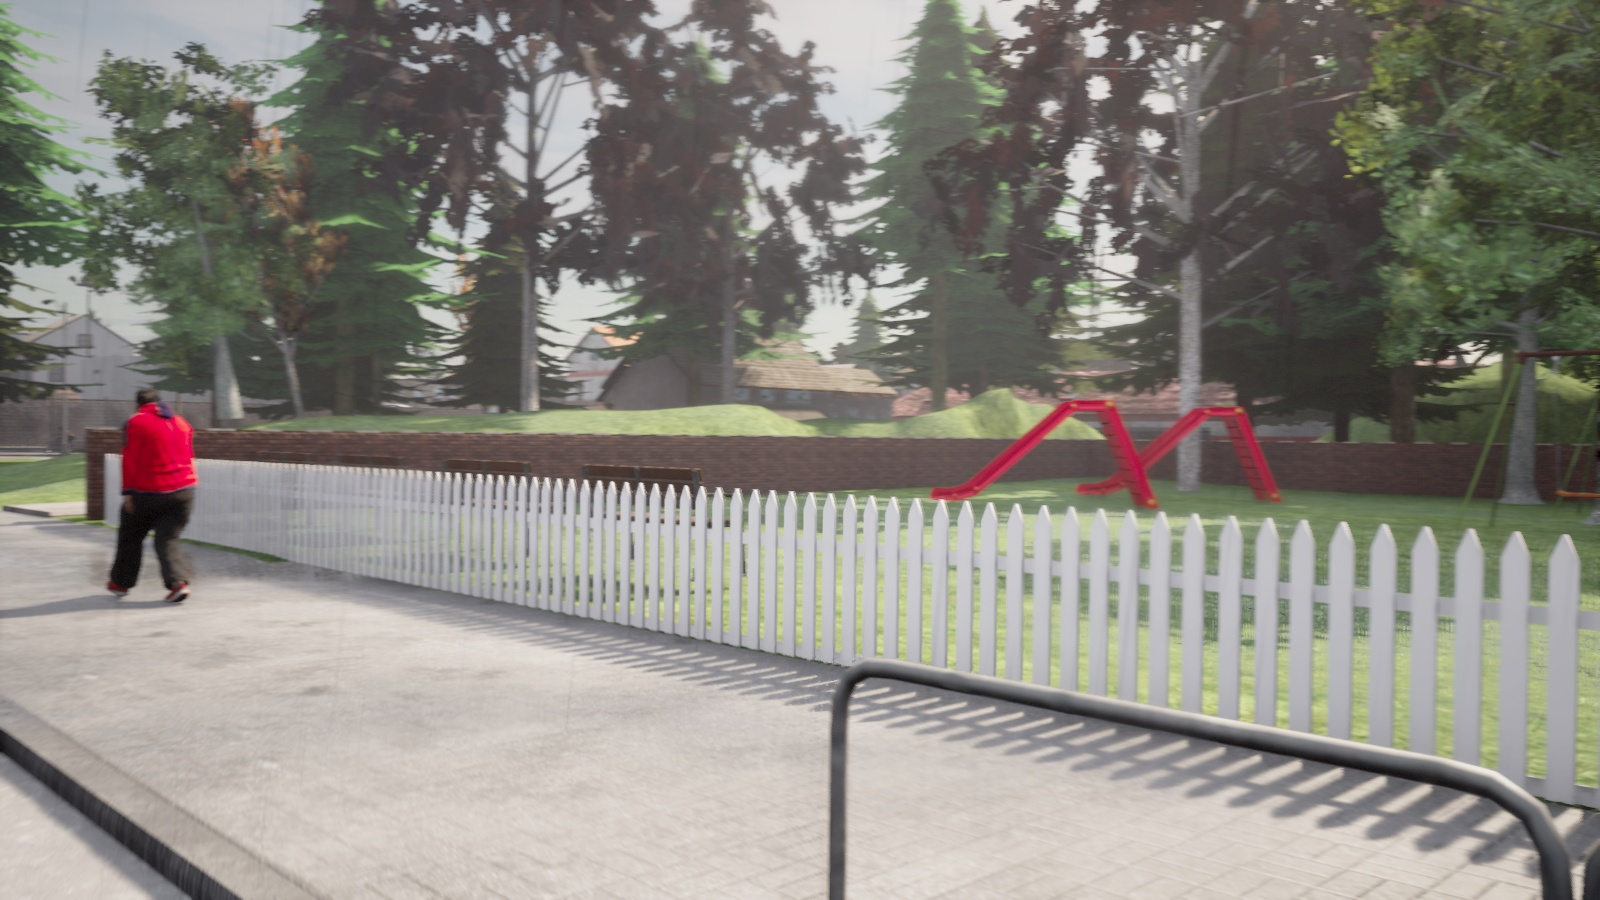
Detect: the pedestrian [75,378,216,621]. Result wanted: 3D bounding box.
[{"bbox_3d":[-5.234,0.374,10.043,0.899,1.844,0.634,0,1,35],"label":"pedestrian"}]
